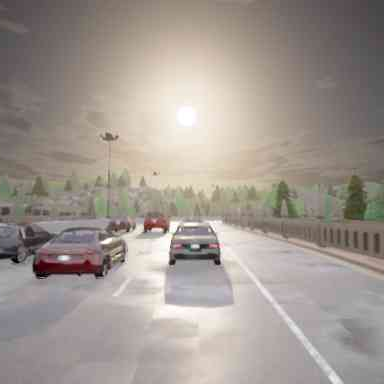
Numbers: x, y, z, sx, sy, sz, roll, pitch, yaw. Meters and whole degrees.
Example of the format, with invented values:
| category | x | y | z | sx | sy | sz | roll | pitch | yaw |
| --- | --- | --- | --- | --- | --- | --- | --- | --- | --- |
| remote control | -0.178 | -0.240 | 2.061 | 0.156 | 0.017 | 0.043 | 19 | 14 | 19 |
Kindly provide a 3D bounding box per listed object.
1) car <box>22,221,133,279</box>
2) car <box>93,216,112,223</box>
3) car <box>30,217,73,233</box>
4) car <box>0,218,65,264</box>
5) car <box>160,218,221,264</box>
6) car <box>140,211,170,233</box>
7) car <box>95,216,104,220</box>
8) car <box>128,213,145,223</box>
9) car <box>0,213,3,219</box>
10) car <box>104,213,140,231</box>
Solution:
| category | x | y | z | sx | sy | sz | roll | pitch | yaw |
| --- | --- | --- | --- | --- | --- | --- | --- | --- | --- |
| car | -3.399 | 1.815 | 10.856 | 1.994 | 1.385 | 4.181 | 0 | -2 | 0 |
| car | -19.672 | 6.021 | 73.425 | 2.033 | 1.411 | 5.357 | -1 | -4 | 8 |
| car | -14.094 | 3.308 | 33.720 | 2.033 | 1.411 | 5.357 | 0 | -4 | 0 |
| car | -6.899 | 1.906 | 13.106 | 2.033 | 1.411 | 5.357 | 0 | -3 | 0 |
| car | 0.100 | 1.904 | 13.061 | 2.033 | 1.411 | 5.357 | 0 | -3 | 0 |
| car | -3.398 | 2.911 | 32.707 | 2.150 | 2.045 | 5.566 | 0 | -4 | 0 |
| car | -17.170 | 5.447 | 65.093 | 1.882 | 1.535 | 5.008 | 0 | -4 | 5 |
| car | -12.400 | 5.785 | 74.593 | 2.150 | 2.045 | 5.566 | -1 | -4 | 8 |
| car | -21.093 | 2.939 | 33.080 | 2.150 | 2.045 | 5.566 | 0 | -4 | 0 |
| car | -6.899 | 3.075 | 33.178 | 2.097 | 1.767 | 4.553 | 0 | -4 | 0 |
